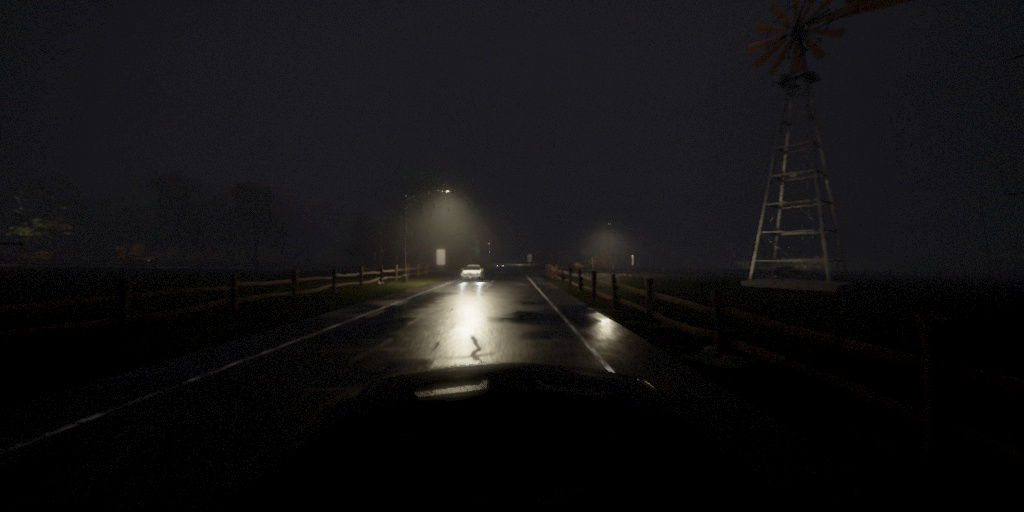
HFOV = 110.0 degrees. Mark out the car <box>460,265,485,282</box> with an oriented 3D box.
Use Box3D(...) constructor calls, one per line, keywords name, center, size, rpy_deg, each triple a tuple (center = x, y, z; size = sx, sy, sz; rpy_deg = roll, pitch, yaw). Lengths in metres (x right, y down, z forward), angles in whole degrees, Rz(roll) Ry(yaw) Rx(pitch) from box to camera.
Box3D(name="car", center=(-3.577, 1.551, 33.183), size=(1.812, 1.442, 4.674), rpy_deg=(0, -1, 0))
